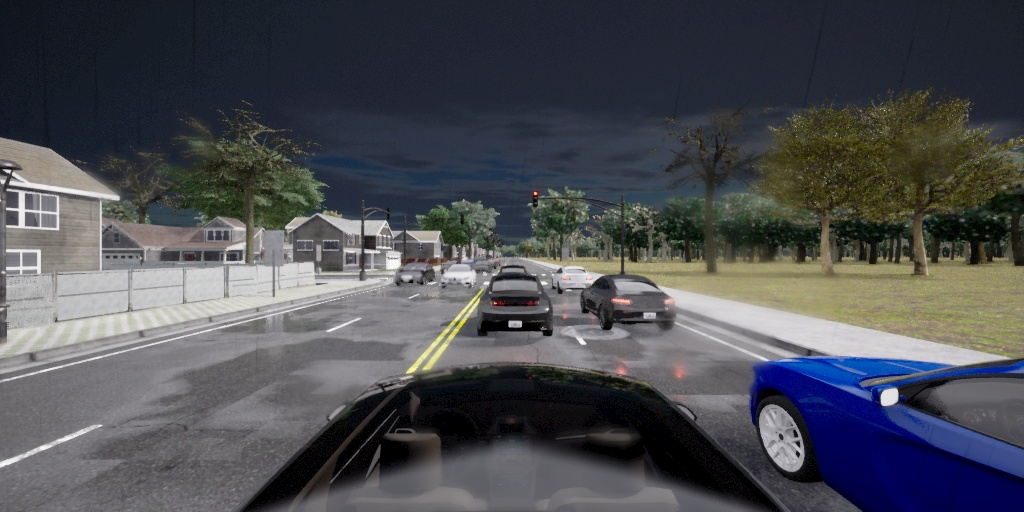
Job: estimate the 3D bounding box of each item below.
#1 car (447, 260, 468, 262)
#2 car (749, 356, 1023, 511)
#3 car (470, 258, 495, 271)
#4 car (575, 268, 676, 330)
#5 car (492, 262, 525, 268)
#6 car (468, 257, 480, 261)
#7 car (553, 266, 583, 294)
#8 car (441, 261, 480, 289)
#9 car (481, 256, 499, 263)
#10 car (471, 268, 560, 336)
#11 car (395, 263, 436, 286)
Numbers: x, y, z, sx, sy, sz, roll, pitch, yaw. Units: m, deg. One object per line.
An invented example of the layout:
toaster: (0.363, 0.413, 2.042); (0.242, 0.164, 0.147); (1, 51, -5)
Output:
car: (-6.860, 1.248, 41.652); (1.837, 1.490, 4.892); (0, 0, 5)
car: (3.350, 1.228, 1.649); (1.882, 1.535, 5.008); (0, 0, 0)
car: (-3.323, 1.248, 40.766); (1.837, 1.490, 4.892); (0, 0, 0)
car: (3.339, 1.275, 10.964); (1.812, 1.442, 4.674); (0, 0, 0)
car: (0.069, 1.254, 19.742); (1.837, 1.490, 4.892); (0, 0, 0)
car: (-6.554, 1.256, 56.017); (1.812, 1.442, 4.674); (0, 0, 0)
car: (3.322, 1.275, 20.069); (1.812, 1.442, 4.674); (0, 0, 0)
car: (-3.338, 1.275, 23.223); (1.812, 1.442, 4.674); (0, 0, 0)
car: (-3.305, 1.210, 53.518); (1.882, 1.535, 5.008); (0, 0, 0)
car: (0.088, 1.255, 10.326); (1.837, 1.490, 4.892); (0, 0, 0)
car: (-6.586, 1.241, 24.843); (2.128, 1.511, 4.902); (0, 0, 0)
